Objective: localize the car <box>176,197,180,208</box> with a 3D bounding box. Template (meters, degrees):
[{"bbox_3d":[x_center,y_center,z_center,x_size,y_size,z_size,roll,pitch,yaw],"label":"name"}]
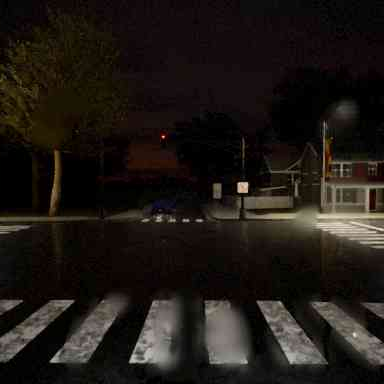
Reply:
[{"bbox_3d":[-2.914,1.460,44.097,1.837,1.490,4.892,0,0,0],"label":"car"}]

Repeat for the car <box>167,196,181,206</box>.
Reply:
[{"bbox_3d":[-2.865,1.484,54.726,2.033,1.411,5.357,0,0,0],"label":"car"}]

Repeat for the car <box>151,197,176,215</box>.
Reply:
[{"bbox_3d":[-2.958,1.447,33.795,1.882,1.535,5.008,0,0,0],"label":"car"}]
